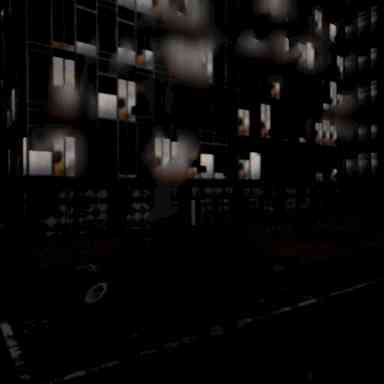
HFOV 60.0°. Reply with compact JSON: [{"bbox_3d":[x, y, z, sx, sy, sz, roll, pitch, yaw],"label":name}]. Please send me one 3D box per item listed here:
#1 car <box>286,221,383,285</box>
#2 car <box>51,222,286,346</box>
[{"bbox_3d":[4.068,1.532,9.467,4.829,1.417,1.752,0,-1,-35],"label":"car"},{"bbox_3d":[-0.423,1.443,6.268,4.097,1.590,1.967,0,-1,-35],"label":"car"}]
